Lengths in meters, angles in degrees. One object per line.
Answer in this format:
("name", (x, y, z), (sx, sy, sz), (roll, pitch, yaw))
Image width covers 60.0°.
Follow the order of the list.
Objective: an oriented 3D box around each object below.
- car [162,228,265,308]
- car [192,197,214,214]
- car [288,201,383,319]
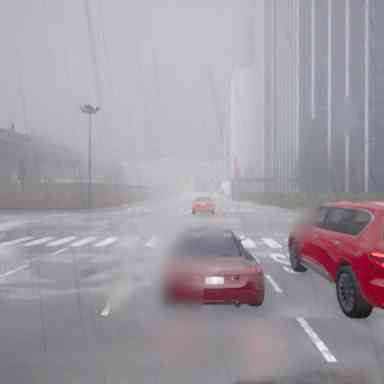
("car", (0.385, 1.533, 7.916), (1.994, 1.385, 4.181), (0, 0, 0))
("car", (1.147, 1.240, 33.629), (2.097, 1.767, 4.553), (0, 0, 2))
("car", (3.827, 1.191, 7.426), (2.150, 2.045, 5.566), (0, 0, 1))
